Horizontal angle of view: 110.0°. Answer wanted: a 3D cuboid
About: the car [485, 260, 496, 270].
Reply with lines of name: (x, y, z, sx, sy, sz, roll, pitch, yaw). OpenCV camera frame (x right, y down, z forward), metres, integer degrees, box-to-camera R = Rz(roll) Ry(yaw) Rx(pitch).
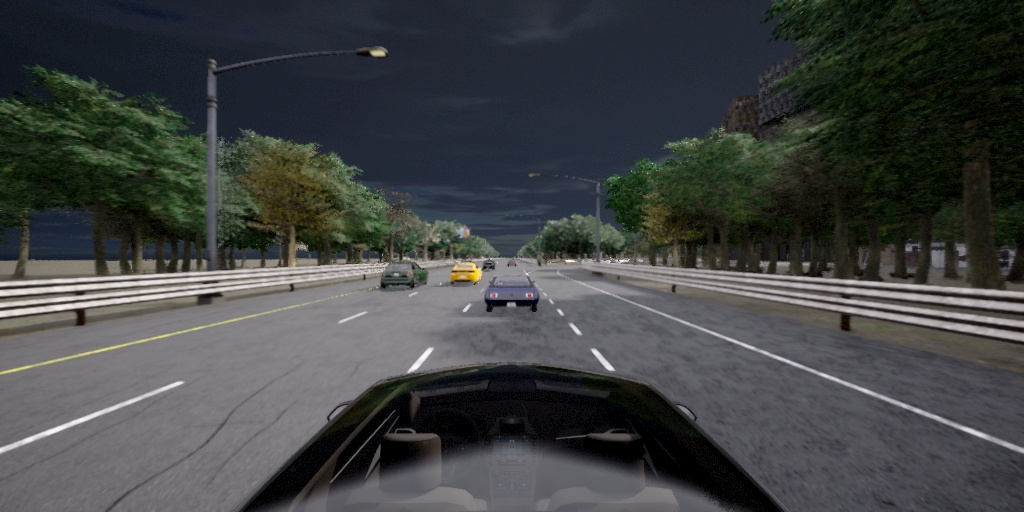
car: (-3.417, 1.378, 54.291, 1.837, 1.490, 4.892, 0, 0, 0)

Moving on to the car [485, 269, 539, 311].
car: (-0.008, 1.381, 14.483, 1.895, 1.301, 4.718, 0, 0, 0)

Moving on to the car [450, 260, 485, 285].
car: (-3.412, 1.287, 27.168, 1.882, 1.535, 5.008, 0, 0, 0)

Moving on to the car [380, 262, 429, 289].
car: (-6.910, 1.153, 23.556, 2.097, 1.767, 4.553, 0, 0, 0)
